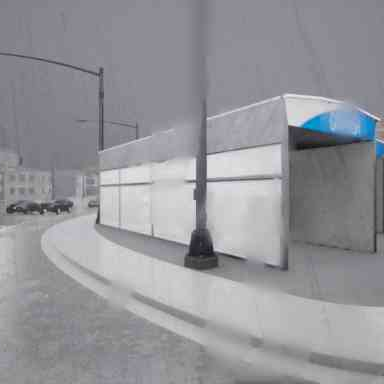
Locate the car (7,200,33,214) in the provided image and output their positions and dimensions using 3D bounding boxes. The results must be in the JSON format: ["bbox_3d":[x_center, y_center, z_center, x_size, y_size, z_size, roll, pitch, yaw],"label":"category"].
[{"bbox_3d":[-17.579,1.564,35.206,1.994,1.385,4.181,0,0,3],"label":"car"}]

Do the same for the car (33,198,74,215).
[{"bbox_3d":[-14.101,1.505,34.469,1.837,1.490,4.892,0,0,1],"label":"car"}]

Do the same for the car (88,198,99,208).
[{"bbox_3d":[-12.816,1.552,47.428,1.994,1.385,4.181,0,0,25],"label":"car"}]

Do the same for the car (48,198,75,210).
[{"bbox_3d":[-17.652,1.537,45.310,2.033,1.411,5.357,0,0,-6],"label":"car"}]
